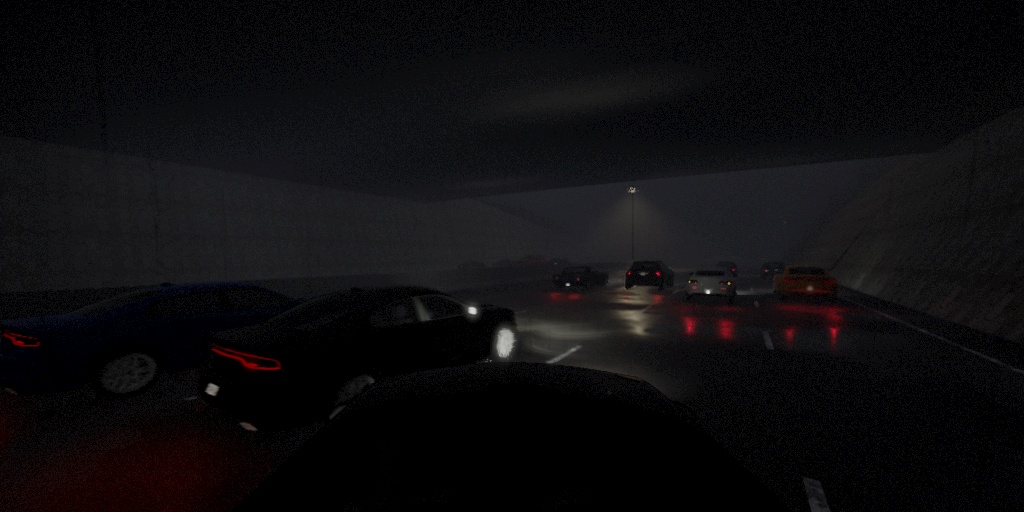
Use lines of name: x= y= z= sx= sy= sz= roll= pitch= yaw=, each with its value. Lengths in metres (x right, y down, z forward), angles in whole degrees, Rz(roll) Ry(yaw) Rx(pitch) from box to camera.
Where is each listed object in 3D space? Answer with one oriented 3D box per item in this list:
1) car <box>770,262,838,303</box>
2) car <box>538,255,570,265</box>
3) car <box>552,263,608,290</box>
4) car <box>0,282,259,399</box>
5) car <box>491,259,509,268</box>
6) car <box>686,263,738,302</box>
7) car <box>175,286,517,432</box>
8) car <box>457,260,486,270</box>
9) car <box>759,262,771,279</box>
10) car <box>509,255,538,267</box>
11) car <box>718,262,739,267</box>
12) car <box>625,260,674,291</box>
car: x=13.462 y=1.177 z=16.657 sx=1.882 sy=1.535 sz=5.008 roll=0 pitch=0 yaw=33
car: x=5.436 y=0.978 z=43.419 sx=2.097 sy=1.767 sz=4.553 roll=0 pitch=0 yaw=33
car: x=4.314 y=1.291 z=21.841 sx=1.895 sy=1.301 sz=4.718 roll=0 pitch=0 yaw=33
car: x=-5.352 y=1.216 z=6.714 sx=1.882 sy=1.535 sz=5.008 roll=0 pitch=0 yaw=33
car: x=-0.801 y=1.114 z=46.663 sx=2.128 sy=1.511 sz=4.902 roll=0 pitch=0 yaw=33
car: x=9.325 y=1.228 z=16.707 sx=1.812 sy=1.442 sz=4.674 roll=0 pitch=0 yaw=32
car: x=-1.778 y=1.217 z=5.807 sx=1.882 sy=1.535 sz=5.008 roll=0 pitch=0 yaw=33
car: x=-5.171 y=1.188 z=46.349 sx=1.994 sy=1.385 sz=4.181 roll=0 pitch=0 yaw=33
car: x=22.229 y=1.203 z=30.400 sx=2.033 sy=1.411 sz=5.357 roll=0 pitch=0 yaw=33
car: x=2.399 y=0.847 z=45.165 sx=2.150 sy=2.045 sz=5.566 roll=0 pitch=0 yaw=33
car: x=19.292 y=1.199 z=32.304 sx=2.033 sy=1.411 sz=5.357 roll=0 pitch=0 yaw=33
car: x=8.510 y=1.039 z=21.910 sx=2.097 sy=1.767 sz=4.553 roll=0 pitch=0 yaw=33
